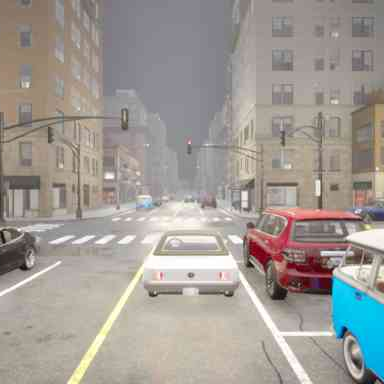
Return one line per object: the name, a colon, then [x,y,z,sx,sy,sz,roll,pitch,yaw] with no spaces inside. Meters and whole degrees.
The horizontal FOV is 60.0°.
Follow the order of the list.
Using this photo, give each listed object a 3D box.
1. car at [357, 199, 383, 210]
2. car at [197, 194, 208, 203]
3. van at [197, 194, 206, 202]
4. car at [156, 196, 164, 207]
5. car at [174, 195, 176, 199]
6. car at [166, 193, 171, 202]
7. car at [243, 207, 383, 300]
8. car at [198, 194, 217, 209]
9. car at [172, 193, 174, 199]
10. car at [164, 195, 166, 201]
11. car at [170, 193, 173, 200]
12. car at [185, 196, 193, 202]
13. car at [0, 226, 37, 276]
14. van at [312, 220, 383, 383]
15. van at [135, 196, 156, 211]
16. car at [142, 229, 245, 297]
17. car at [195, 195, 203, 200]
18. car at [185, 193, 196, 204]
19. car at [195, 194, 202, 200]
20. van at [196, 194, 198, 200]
car: [13.086,1.284,23.273,4.553,1.767,2.097,0,0,-1]
car: [2.070,1.300,67.297,2.192,1.841,5.009,0,0,-1]
van: [2.015,1.325,72.703,1.690,1.788,3.998,0,0,-1]
car: [-5.868,1.556,51.002,1.947,1.339,4.313,0,0,-1]
car: [-6.210,1.294,88.844,2.192,1.841,5.009,0,0,-1]
car: [-6.062,1.509,72.457,1.752,1.417,4.829,0,0,-1]
car: [2.572,1.314,8.303,2.192,1.841,5.009,0,0,-1]
car: [2.292,1.306,45.673,2.192,1.841,5.009,0,0,-1]
car: [-6.161,1.546,83.438,1.947,1.339,4.313,0,0,-1]
car: [-5.917,1.533,56.408,1.887,1.381,4.507,0,0,-1]
car: [-6.112,1.533,78.032,2.008,1.369,4.403,0,0,-1]
car: [-0.690,1.578,75.473,1.895,1.301,4.718,0,0,-1]
car: [-5.453,1.565,8.228,1.947,1.339,4.313,0,0,-1]
van: [2.623,1.341,2.791,1.690,1.788,3.998,0,0,-1]
van: [-5.770,1.334,40.190,1.690,1.788,3.998,0,0,-1]
car: [-0.019,1.600,8.521,1.895,1.301,4.718,0,0,0]
car: [1.848,1.504,89.091,1.752,1.417,4.829,0,0,-1]
car: [-0.488,1.478,64.872,2.128,1.511,4.902,0,0,-1]
car: [1.794,1.417,94.326,1.967,1.590,4.097,0,0,-1]
van: [2.126,1.328,61.891,1.690,1.788,3.998,0,0,-1]
